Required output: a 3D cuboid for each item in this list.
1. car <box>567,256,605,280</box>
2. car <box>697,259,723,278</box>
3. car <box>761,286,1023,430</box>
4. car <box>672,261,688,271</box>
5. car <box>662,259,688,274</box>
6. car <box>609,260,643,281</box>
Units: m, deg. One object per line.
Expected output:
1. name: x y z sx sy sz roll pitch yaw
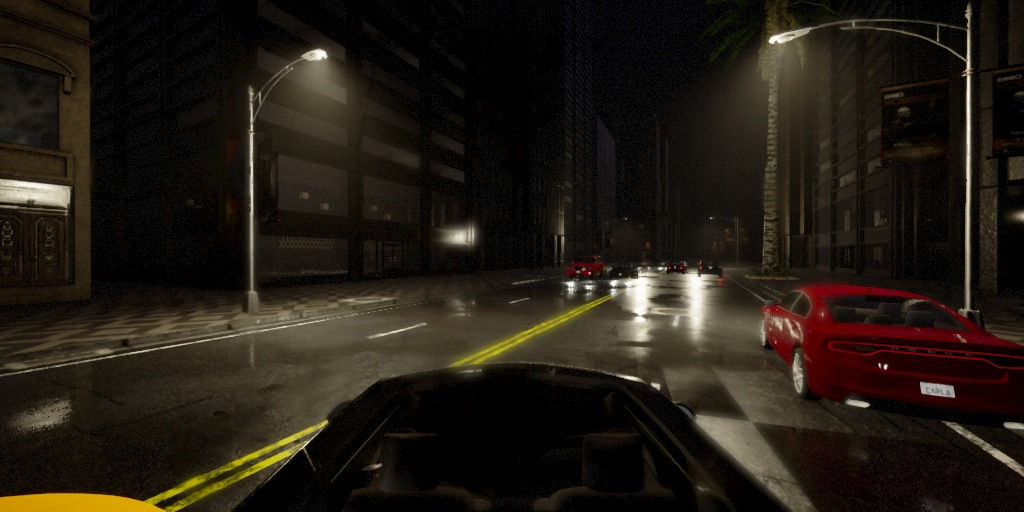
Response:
1. car: 6.761 0.982 32.307 2.150 2.045 5.566 0 0 27
2. car: 19.304 1.118 34.965 2.097 1.767 4.553 0 0 27
3. car: 5.516 1.228 5.895 1.882 1.535 5.008 0 0 27
4. car: 23.558 1.381 50.284 1.895 1.301 4.718 0 0 27
5. car: 18.667 1.317 40.788 2.033 1.411 5.357 0 0 27
6. car: 9.692 1.325 30.900 1.994 1.385 4.181 0 0 27
